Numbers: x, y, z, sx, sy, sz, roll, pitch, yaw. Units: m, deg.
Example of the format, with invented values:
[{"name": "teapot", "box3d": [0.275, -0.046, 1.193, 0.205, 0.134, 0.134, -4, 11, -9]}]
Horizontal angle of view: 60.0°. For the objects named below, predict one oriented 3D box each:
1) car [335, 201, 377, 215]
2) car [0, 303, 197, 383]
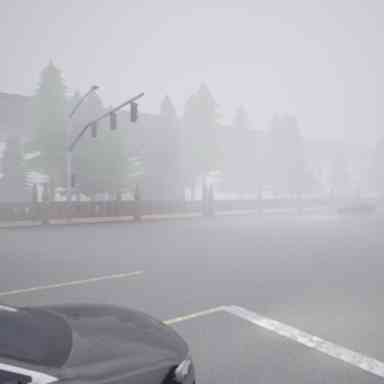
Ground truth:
[{"name": "car", "box3d": [16.200, 1.564, 32.844, 4.718, 1.301, 1.895, 0, 0, -36]}, {"name": "car", "box3d": [-2.182, 1.493, 2.211, 4.902, 1.511, 2.128, 0, 0, -35]}]
